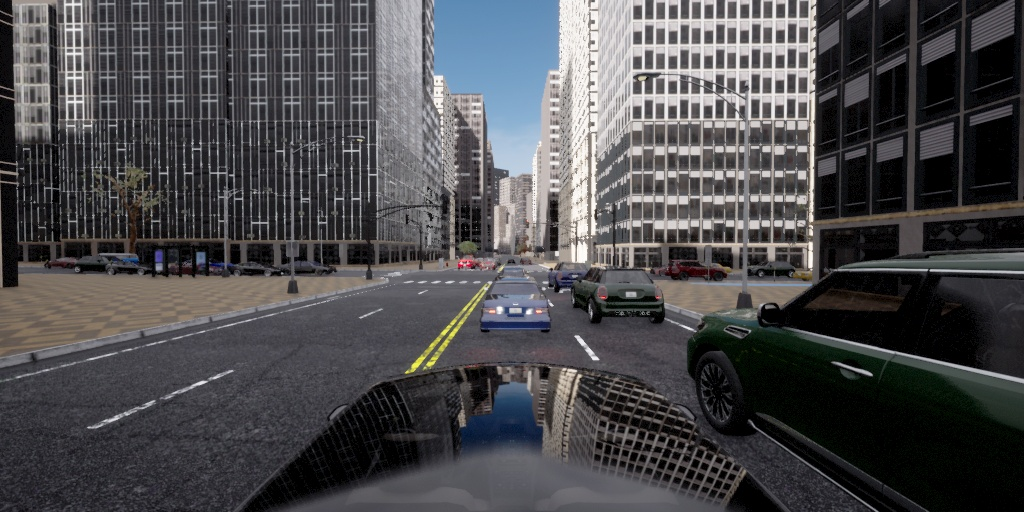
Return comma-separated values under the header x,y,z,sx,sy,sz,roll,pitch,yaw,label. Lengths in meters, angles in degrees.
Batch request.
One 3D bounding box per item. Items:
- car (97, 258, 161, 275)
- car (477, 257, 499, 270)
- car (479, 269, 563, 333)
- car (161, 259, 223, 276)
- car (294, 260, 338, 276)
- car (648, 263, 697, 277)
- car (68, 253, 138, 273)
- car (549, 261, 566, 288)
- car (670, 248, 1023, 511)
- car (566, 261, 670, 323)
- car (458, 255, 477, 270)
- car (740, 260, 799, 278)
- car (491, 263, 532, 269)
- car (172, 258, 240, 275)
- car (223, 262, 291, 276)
x,y,z,sx,sy,sz,roll,pitch,yaw,label
-34.140,1.068,32.467,4.313,1.339,1.948,0,0,1,car
-3.384,1.066,51.167,2.097,1.767,4.553,0,0,-1,car
0.089,1.293,10.726,2.033,1.411,5.357,0,0,0,car
-28.459,1.136,32.302,4.207,1.307,1.802,0,0,1,car
-19.957,1.135,34.831,5.357,1.411,2.033,1,1,1,car
16.662,1.427,37.458,4.181,1.385,1.994,1,1,2,car
-39.848,0.759,35.214,4.553,1.767,2.097,1,1,1,car
3.322,1.091,21.034,2.097,1.767,4.553,0,0,0,car
3.346,0.971,2.323,2.150,2.045,5.566,0,0,0,car
3.335,1.097,12.169,2.097,1.767,4.553,0,0,0,car
-6.662,0.933,53.315,2.150,2.045,5.566,0,0,0,car
26.696,1.303,37.310,4.553,1.767,2.097,1,1,1,car
0.073,1.304,19.969,1.994,1.385,4.181,0,0,0,car
-29.817,0.976,35.018,5.008,1.535,1.882,1,1,1,car
-22.775,1.172,32.176,4.313,1.339,1.948,0,0,1,car
